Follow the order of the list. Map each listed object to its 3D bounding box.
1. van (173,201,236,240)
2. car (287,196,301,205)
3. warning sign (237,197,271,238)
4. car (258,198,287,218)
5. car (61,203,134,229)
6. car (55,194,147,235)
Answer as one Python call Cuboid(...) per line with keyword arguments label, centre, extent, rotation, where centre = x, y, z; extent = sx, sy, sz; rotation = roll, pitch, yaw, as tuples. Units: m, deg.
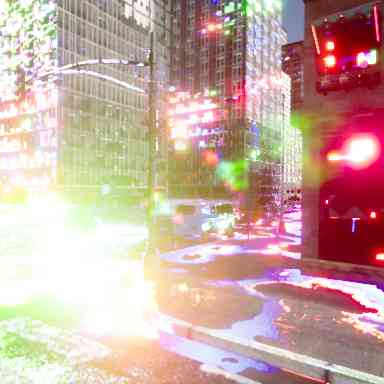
Cuboid(label="van", centre=(0.740, 1.366, 17.056), extent=(1.690, 1.788, 3.998), rotation=(1, 1, 35))
Cuboid(label="car", centre=(16.157, 1.359, 53.380), extent=(1.752, 1.417, 4.829), rotation=(1, 1, 35))
Cuboid(label="warning sign", centre=(3.024, 1.175, 16.168), extent=(1.300, 1.860, 1.060), rotation=(1, 1, 35))
Cuboid(label="car", centre=(6.511, 1.524, 29.707), extent=(1.994, 1.385, 4.181), rotation=(1, 1, 35))
Cuboid(label="car", centre=(-6.105, 1.462, 21.897), extent=(1.947, 1.339, 4.313), rotation=(1, 1, 35))
Cuboid(label="car", centre=(-4.935, 1.160, 19.107), extent=(2.150, 2.045, 5.566), rotation=(1, 1, 36))
